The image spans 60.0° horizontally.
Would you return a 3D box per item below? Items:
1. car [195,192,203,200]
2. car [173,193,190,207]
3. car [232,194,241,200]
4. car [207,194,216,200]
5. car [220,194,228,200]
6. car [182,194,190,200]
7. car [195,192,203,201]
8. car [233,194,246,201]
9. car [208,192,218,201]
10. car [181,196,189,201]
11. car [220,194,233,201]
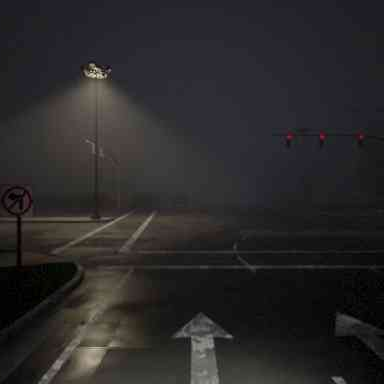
[{"bbox_3d":[1.891,1.075,93.212,2.150,2.045,5.566,0,0,0],"label":"car"},{"bbox_3d":[-1.807,1.231,52.197,2.150,2.045,5.566,0,0,0],"label":"car"},{"bbox_3d":[12.390,1.350,93.131,1.837,1.490,4.892,0,0,0],"label":"car"},{"bbox_3d":[5.390,1.375,93.165,2.128,1.511,4.902,0,0,0],"label":"car"},{"bbox_3d":[8.890,1.403,93.148,1.994,1.385,4.181,0,0,0],"label":"car"},{"bbox_3d":[-1.609,1.375,93.199,2.128,1.511,4.902,0,0,0],"label":"car"},{"bbox_3d":[1.844,1.487,83.595,1.882,1.535,5.008,0,0,0],"label":"car"},{"bbox_3d":[12.346,1.488,83.961,1.882,1.535,5.008,0,0,0],"label":"car"},{"bbox_3d":[5.346,1.365,83.965,2.097,1.767,4.553,0,0,0],"label":"car"},{"bbox_3d":[-1.654,1.605,84.059,1.895,1.301,4.718,0,0,0],"label":"car"},{"bbox_3d":[8.850,1.366,84.748,2.097,1.767,4.553,0,0,0],"label":"car"}]
